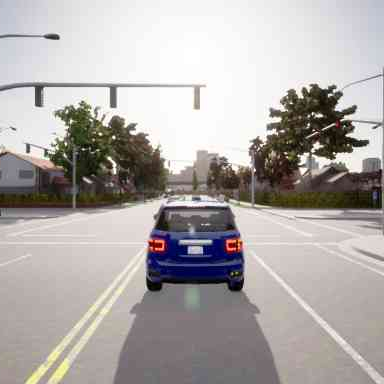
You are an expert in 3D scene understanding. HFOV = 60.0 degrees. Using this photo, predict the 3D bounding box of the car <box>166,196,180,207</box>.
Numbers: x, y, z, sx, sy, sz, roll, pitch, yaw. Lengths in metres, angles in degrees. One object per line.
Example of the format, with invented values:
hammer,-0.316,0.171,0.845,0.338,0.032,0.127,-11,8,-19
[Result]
car,-2.896,1.478,51.621,1.882,1.535,5.008,0,0,1

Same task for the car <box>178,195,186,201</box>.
car,-2.582,1.592,88.056,1.895,1.301,4.718,0,0,0

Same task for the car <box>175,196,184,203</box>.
car,-2.678,1.524,72.812,1.812,1.442,4.674,0,0,0

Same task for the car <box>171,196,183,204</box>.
car,-2.805,1.548,62.645,2.033,1.411,5.357,0,0,1

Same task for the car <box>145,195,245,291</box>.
car,0.069,1.222,9.162,2.150,2.045,5.566,0,0,0

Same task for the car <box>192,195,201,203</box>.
car,0.889,1.478,70.079,1.882,1.535,5.008,0,0,0
